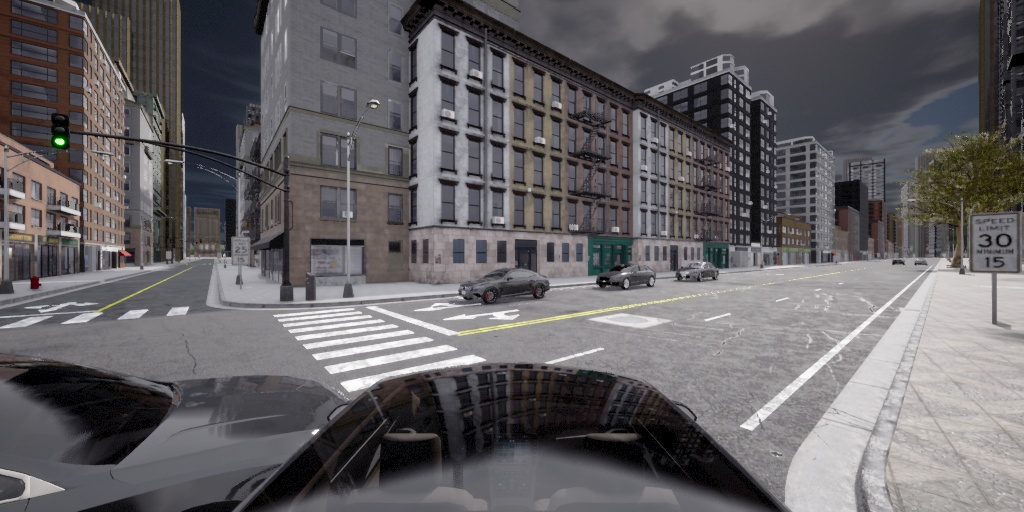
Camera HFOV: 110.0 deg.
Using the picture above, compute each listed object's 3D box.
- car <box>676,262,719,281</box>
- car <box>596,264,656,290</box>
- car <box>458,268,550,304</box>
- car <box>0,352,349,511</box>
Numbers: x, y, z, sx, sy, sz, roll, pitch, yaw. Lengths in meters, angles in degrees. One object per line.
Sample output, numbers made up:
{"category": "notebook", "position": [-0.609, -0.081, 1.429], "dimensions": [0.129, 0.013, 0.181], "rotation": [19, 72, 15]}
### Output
{"category": "car", "position": [15.290, 1.233, 29.503], "dimensions": [4.902, 1.511, 2.128], "rotation": [0, 0, -40]}
{"category": "car", "position": [7.362, 1.256, 22.932], "dimensions": [4.892, 1.490, 1.837], "rotation": [0, 0, -40]}
{"category": "car", "position": [-0.250, 1.285, 16.611], "dimensions": [4.674, 1.442, 1.812], "rotation": [0, 0, -40]}
{"category": "car", "position": [-3.244, 1.257, 1.600], "dimensions": [4.892, 1.490, 1.837], "rotation": [0, 0, -35]}
